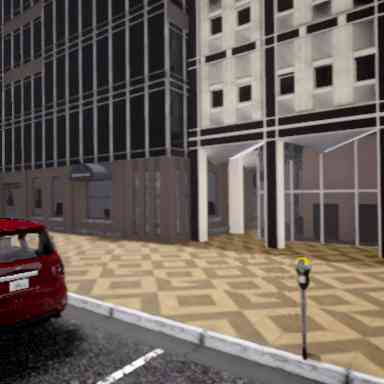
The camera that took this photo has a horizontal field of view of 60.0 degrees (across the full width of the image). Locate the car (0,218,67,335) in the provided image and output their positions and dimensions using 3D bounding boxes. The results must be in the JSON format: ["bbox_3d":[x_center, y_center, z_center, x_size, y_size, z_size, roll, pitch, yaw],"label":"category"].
[{"bbox_3d":[-4.322,1.387,5.973,5.009,1.841,2.192,-1,-1,36],"label":"car"}]
